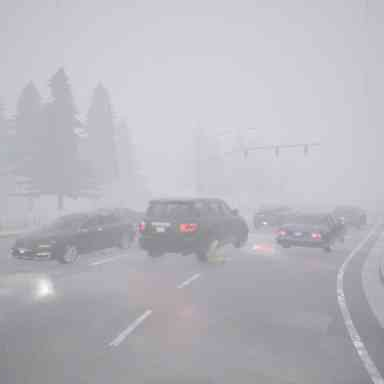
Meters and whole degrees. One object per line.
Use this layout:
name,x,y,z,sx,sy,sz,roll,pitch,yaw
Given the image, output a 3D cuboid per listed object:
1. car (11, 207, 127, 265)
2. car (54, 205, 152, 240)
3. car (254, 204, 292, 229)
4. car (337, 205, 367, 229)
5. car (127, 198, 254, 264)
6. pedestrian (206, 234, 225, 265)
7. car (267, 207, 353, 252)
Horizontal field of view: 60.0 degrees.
car,-3.971,1.505,11.984,1.837,1.490,4.892,-1,0,25
car,-4.654,1.547,18.396,2.033,1.411,5.357,0,0,31
car,5.378,1.505,20.729,1.837,1.490,4.892,0,0,32
car,10.176,1.564,21.766,1.994,1.385,4.181,0,0,32
car,0.298,1.220,12.271,2.150,2.045,5.566,0,0,27
pedestrian,0.701,1.574,10.262,0.375,1.300,0.375,0,0,26
car,5.163,1.547,14.002,2.033,1.411,5.357,0,0,33
